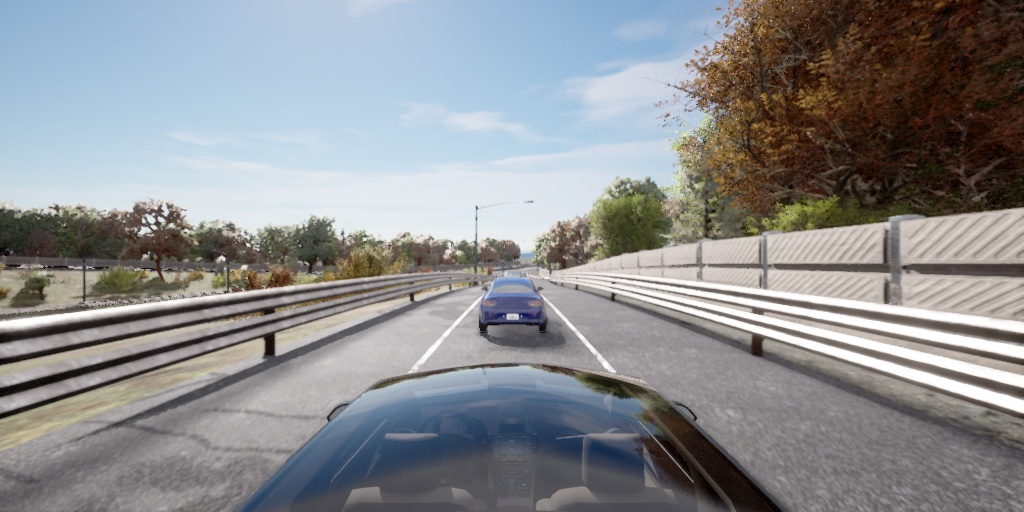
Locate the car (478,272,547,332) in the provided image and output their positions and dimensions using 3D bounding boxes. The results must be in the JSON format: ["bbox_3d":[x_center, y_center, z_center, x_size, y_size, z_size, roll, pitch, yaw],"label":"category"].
[{"bbox_3d":[0.016,1.374,11.081,1.812,1.442,4.674,0,-1,0],"label":"car"}]
